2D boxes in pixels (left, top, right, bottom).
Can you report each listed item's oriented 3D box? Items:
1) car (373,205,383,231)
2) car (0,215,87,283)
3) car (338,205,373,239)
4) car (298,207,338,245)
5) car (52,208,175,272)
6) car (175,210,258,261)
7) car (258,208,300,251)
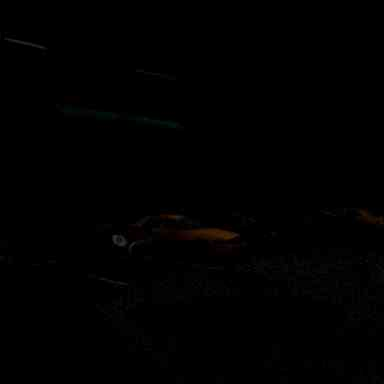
[{"bbox_3d":[8.816,1.571,19.608,5.366,1.575,1.946,-1,-1,35],"label":"car"},{"bbox_3d":[-5.487,1.492,9.209,4.892,1.521,2.231,-1,-1,35],"label":"car"},{"bbox_3d":[6.558,1.559,17.786,5.008,1.535,2.097,-1,-1,35],"label":"car"},{"bbox_3d":[4.127,1.575,16.086,4.792,1.488,2.163,-1,-1,35],"label":"car"},{"bbox_3d":[-3.099,1.379,10.944,4.553,1.767,2.185,-1,-1,35],"label":"car"},{"bbox_3d":[-0.509,1.513,12.542,5.366,1.575,1.946,-1,-1,34],"label":"car"},{"bbox_3d":[1.739,1.533,14.356,4.892,1.521,2.231,-1,-1,35],"label":"car"}]
